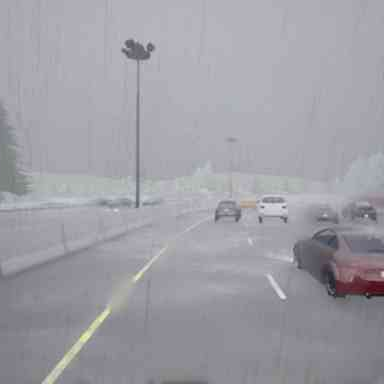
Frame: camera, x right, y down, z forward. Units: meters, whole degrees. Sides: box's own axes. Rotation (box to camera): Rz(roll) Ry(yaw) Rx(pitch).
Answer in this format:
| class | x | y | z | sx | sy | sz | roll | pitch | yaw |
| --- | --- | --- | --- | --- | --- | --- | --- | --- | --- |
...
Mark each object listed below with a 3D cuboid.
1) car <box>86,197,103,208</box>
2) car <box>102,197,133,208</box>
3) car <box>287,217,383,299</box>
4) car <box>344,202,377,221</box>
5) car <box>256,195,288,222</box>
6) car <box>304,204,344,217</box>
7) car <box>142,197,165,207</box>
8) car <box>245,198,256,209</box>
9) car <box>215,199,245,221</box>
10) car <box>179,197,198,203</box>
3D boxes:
| class | x | y | z | sx | sy | sz | roll | pitch | yaw |
| --- | --- | --- | --- | --- | --- | --- | --- | --- | --- |
| car | -13.398 | 1.487 | 48.240 | 2.128 | 1.511 | 4.902 | 0 | 0 | 18 |
| car | -10.141 | 1.507 | 46.988 | 1.837 | 1.490 | 4.892 | 0 | 0 | 18 |
| car | 3.997 | 1.585 | 8.507 | 1.994 | 1.385 | 4.181 | 0 | 0 | 3 |
| car | 13.827 | 1.576 | 27.739 | 1.837 | 1.490 | 4.892 | 0 | 0 | 12 |
| car | 6.438 | 1.266 | 26.779 | 2.150 | 2.045 | 5.566 | 0 | 0 | 11 |
| car | 9.747 | 1.619 | 25.290 | 1.994 | 1.385 | 4.181 | 0 | 0 | 11 |
| car | -5.655 | 1.499 | 49.472 | 1.882 | 1.535 | 5.008 | 0 | 0 | 19 |
| car | 8.068 | 1.543 | 46.177 | 1.882 | 1.535 | 5.008 | 0 | 0 | 20 |
| car | 3.087 | 1.464 | 27.750 | 2.033 | 1.649 | 4.856 | 0 | 0 | 11 |
| car | -0.428 | 1.568 | 53.637 | 1.812 | 1.442 | 4.674 | 0 | 0 | 21 |
